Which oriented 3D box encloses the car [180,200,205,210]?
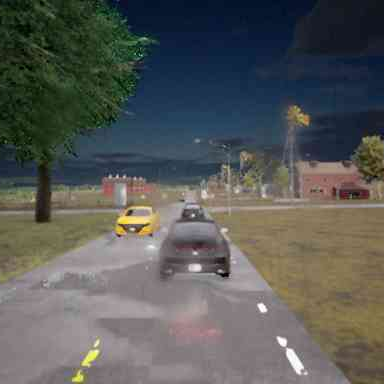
[{"bbox_3d":[0.069,1.627,27.504,1.812,1.442,4.674,0,0,0],"label":"car"}]

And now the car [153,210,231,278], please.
[{"bbox_3d":[0.075,1.532,10.216,1.837,1.490,4.892,0,0,0],"label":"car"}]

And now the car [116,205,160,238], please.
[{"bbox_3d":[-2.858,1.534,18.425,1.882,1.535,5.008,0,0,0],"label":"car"}]

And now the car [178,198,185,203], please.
[{"bbox_3d":[-2.820,2.370,91.896,1.895,1.301,4.718,0,-1,0],"label":"car"}]
